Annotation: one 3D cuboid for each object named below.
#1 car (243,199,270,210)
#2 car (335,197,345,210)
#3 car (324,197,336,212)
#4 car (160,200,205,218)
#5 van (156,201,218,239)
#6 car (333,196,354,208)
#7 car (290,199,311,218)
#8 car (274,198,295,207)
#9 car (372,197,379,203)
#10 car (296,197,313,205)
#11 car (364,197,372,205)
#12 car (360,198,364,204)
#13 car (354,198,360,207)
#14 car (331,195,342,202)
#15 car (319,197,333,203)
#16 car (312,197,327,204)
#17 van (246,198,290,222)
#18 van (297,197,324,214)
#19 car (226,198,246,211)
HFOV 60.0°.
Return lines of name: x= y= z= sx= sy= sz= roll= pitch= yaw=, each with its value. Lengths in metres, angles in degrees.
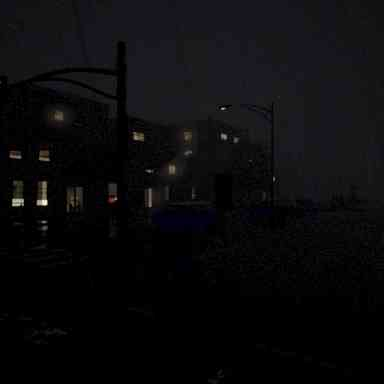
car: x=8.800 y=1.625 z=45.114 sx=1.887 sy=1.381 sz=4.507 roll=0 pitch=0 yaw=35
car: x=18.821 y=1.727 z=44.820 sx=1.947 sy=1.339 sz=4.313 roll=0 pitch=0 yaw=35
car: x=15.755 y=1.669 z=40.435 sx=1.752 sy=1.417 sz=4.829 roll=0 pitch=0 yaw=35
car: x=-0.792 y=1.555 z=31.400 sx=1.752 sy=1.417 sz=4.829 roll=0 pitch=0 yaw=35
van: x=-0.166 y=1.405 z=17.672 sx=1.690 sy=1.788 sz=3.998 roll=0 pitch=0 yaw=35
car: x=21.988 y=1.495 z=49.346 sx=2.192 sy=1.841 sz=5.009 roll=0 pitch=0 yaw=35
car: x=9.327 y=1.653 z=31.245 sx=1.887 sy=1.381 sz=4.507 roll=0 pitch=0 yaw=35
car: x=15.130 y=1.662 z=54.163 sx=1.887 sy=1.381 sz=4.507 roll=0 pitch=0 yaw=35
car: x=44.141 y=1.897 z=81.018 sx=1.947 sy=1.339 sz=4.313 roll=0 pitch=0 yaw=35
car: x=21.459 y=1.702 z=63.212 sx=1.887 sy=1.381 sz=4.507 roll=0 pitch=0 yaw=35
car: x=34.646 y=1.807 z=67.444 sx=1.887 sy=1.381 sz=4.507 roll=0 pitch=0 yaw=35
car: x=28.414 y=1.746 z=58.534 sx=1.752 sy=1.417 sz=4.829 roll=0 pitch=0 yaw=35
car: x=25.153 y=1.514 z=53.871 sx=2.192 sy=1.841 sz=5.009 roll=0 pitch=0 yaw=35
car: x=37.284 y=1.708 z=85.836 sx=1.967 sy=1.590 sz=4.097 roll=0 pitch=0 yaw=35
car: x=30.953 y=1.788 z=76.787 sx=1.947 sy=1.339 sz=4.313 roll=0 pitch=0 yaw=35
car: x=27.691 y=1.725 z=72.122 sx=1.752 sy=1.417 sz=4.829 roll=0 pitch=0 yaw=35
van: x=6.163 y=1.434 z=26.721 sx=1.690 sy=1.788 sz=3.998 roll=0 pitch=0 yaw=35
van: x=12.493 y=1.467 z=35.771 sx=1.690 sy=1.788 sz=3.998 roll=0 pitch=0 yaw=35
car: x=5.636 y=1.503 z=40.590 sx=1.967 sy=1.590 sz=4.097 roll=0 pitch=0 yaw=35
